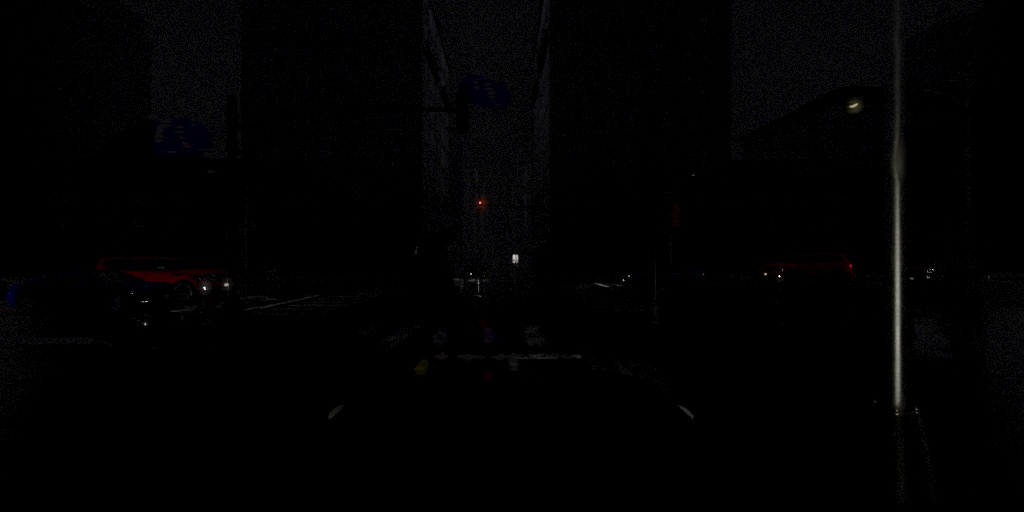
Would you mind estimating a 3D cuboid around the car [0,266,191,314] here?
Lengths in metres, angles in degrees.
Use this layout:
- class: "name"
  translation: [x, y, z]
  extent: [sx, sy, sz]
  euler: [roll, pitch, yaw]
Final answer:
- class: "car"
  translation: [-15.780, 1.280, 13.715]
  extent: [5.008, 1.535, 1.882]
  euler: [0, 0, -2]

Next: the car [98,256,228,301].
- class: "car"
  translation: [-16.338, 1.026, 16.951]
  extent: [5.566, 2.045, 2.150]
  euler: [0, 0, -2]

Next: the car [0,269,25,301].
- class: "car"
  translation: [-26.261, 1.368, 16.648]
  extent: [4.674, 1.442, 1.812]
  euler: [0, 0, -1]

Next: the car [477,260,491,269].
- class: "car"
  translation: [-4.526, 1.339, 59.185]
  extent: [2.033, 1.411, 5.357]
  euler: [0, 0, -1]

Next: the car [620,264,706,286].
- class: "car"
  translation: [10.242, 1.244, 24.453]
  extent: [5.357, 1.411, 2.033]
  euler: [0, 0, -2]

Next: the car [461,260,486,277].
- class: "car"
  translation: [-3.894, 1.367, 35.707]
  extent: [1.895, 1.301, 4.718]
  euler: [0, 0, -1]

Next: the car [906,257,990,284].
- class: "car"
  translation: [30.093, 0.982, 25.040]
  extent: [4.553, 1.767, 2.097]
  euler: [0, 0, -2]

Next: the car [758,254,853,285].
- class: "car"
  translation: [20.200, 0.883, 24.751]
  extent: [5.566, 2.045, 2.150]
  euler: [0, 0, -2]

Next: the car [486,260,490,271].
- class: "car"
  translation: [-4.174, 1.281, 45.941]
  extent: [1.837, 1.490, 4.892]
  euler: [0, 0, -2]
